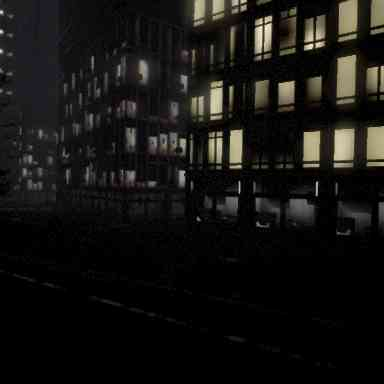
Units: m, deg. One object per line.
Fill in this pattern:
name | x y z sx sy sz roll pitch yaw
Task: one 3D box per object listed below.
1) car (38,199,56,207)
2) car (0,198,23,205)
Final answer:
car | -24.658 1.982 58.504 4.507 1.381 1.887 1 1 -34
car | -33.784 1.744 61.806 4.403 1.369 2.008 1 1 -34
